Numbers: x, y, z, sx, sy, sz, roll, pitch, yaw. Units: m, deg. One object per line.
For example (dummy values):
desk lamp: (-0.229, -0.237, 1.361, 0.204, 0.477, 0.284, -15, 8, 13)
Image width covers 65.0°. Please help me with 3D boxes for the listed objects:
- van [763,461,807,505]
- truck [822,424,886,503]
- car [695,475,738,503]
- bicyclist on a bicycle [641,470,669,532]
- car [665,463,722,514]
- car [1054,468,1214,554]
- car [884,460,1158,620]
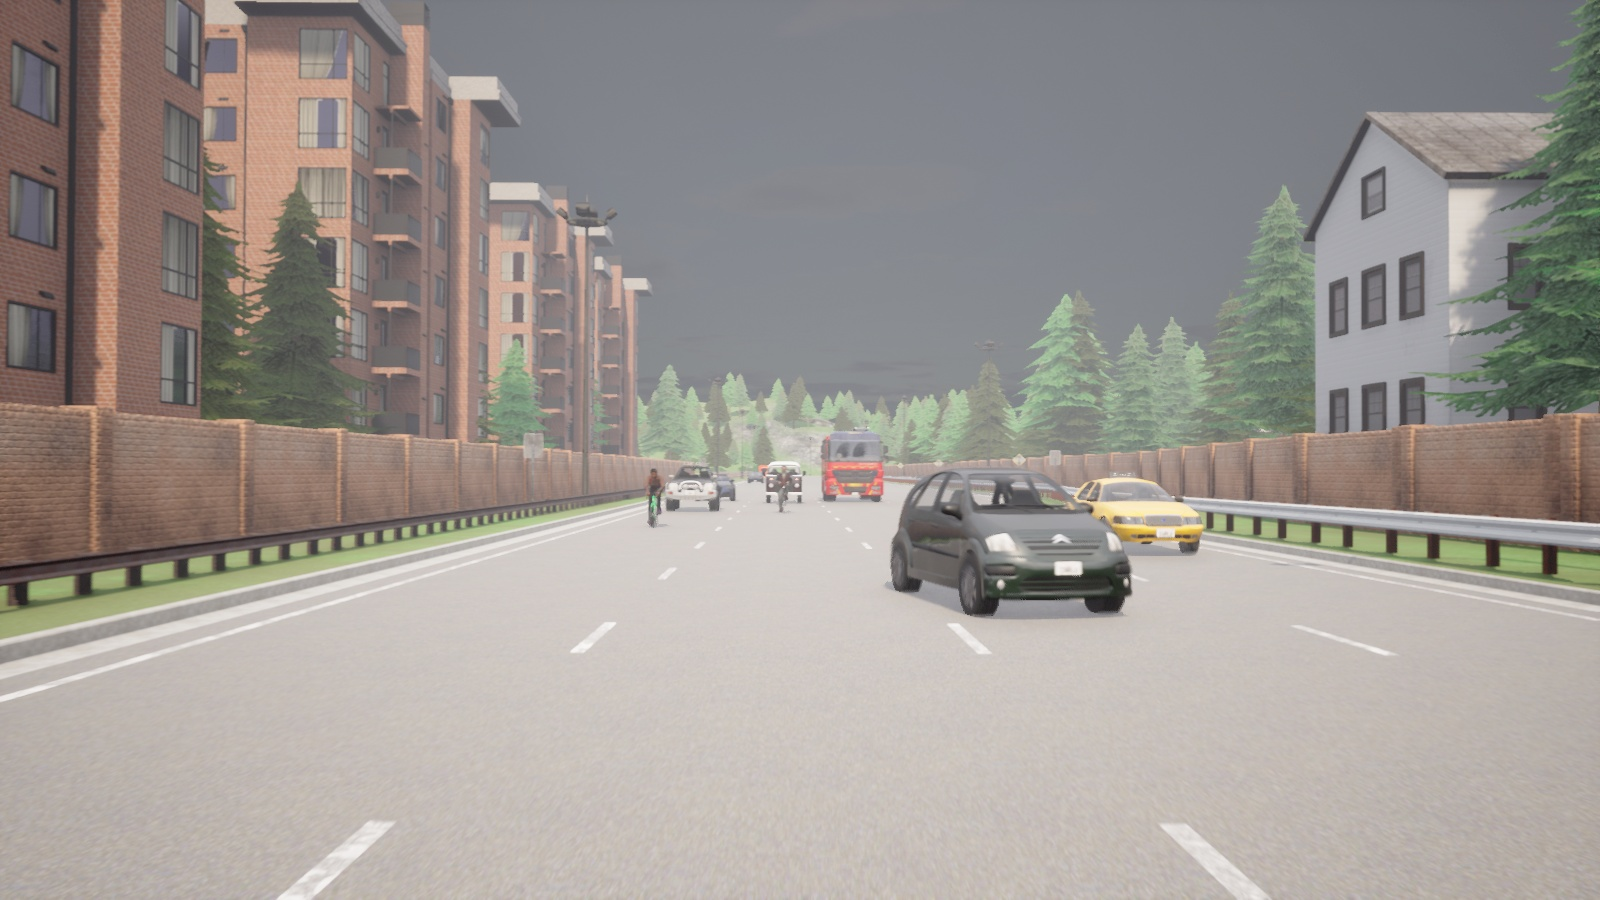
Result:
van: (-0.730, 1.559, 60.844, 2.069, 2.038, 4.480, 0, -1, -1)
truck: (2.710, 0.740, 65.745, 2.891, 3.827, 8.468, 0, -1, -1)
car: (-4.276, 1.981, 64.874, 1.994, 1.385, 4.181, 0, -1, -1)
bicyclist on a bicycle: (-3.916, 1.352, 33.985, 0.582, 1.620, 1.656, 0, -1, -1)
car: (-4.077, 1.462, 48.715, 1.932, 1.855, 4.605, 0, -1, -1)
car: (6.680, 1.158, 25.762, 1.801, 1.575, 5.366, 0, -1, -1)
car: (2.434, 0.953, 14.931, 1.851, 1.617, 3.988, 0, -1, -12)
